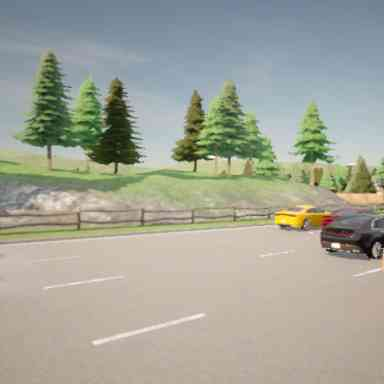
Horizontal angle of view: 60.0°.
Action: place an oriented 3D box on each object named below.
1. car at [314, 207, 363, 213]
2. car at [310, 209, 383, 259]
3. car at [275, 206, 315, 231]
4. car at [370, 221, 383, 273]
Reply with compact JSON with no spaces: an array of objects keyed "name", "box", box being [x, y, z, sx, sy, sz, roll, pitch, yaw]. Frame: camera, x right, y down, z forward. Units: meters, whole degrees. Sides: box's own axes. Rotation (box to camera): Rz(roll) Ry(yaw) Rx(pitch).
[{"name":"car","box":[9.517,1.651,19.129,5.008,1.535,1.882,0,0,-35]},{"name":"car","box":[6.997,1.628,13.033,4.892,1.490,1.837,0,0,-36]},{"name":"car","box":[7.686,1.654,22.123,5.008,1.535,1.882,0,0,-35]},{"name":"car","box":[6.922,1.575,8.682,5.008,1.535,1.882,0,0,-36]}]
